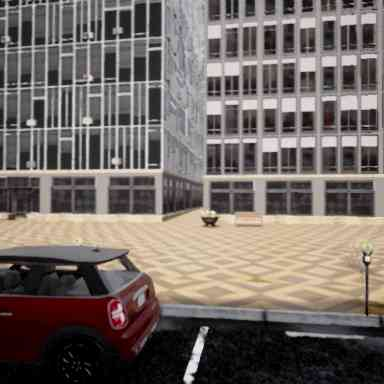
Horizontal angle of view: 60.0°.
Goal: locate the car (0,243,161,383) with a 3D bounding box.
[{"bbox_3d":[-2.627,1.536,4.939,4.097,1.590,1.967,0,-1,9],"label":"car"}]
